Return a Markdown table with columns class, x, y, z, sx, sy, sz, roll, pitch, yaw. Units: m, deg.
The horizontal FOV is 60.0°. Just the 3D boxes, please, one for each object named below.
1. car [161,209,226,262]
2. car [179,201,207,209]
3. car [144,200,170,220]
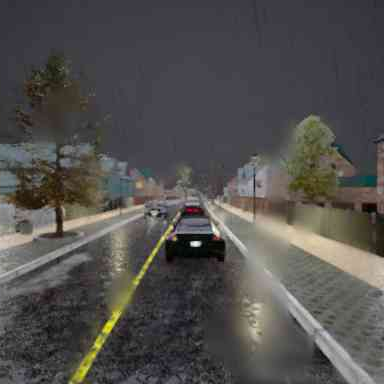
| class | x | y | z | sx | sy | sz | roll | pitch | yaw |
| --- | --- | --- | --- | --- | --- | --- | --- | --- | --- |
| car | 0.099 | 1.533 | 12.085 | 1.994 | 1.385 | 4.181 | 0 | 0 | 0 |
| car | 0.057 | 1.460 | 25.762 | 1.837 | 1.490 | 4.892 | 0 | 0 | 1 |
| car | -2.829 | 1.448 | 27.659 | 2.128 | 1.511 | 4.902 | 0 | 0 | 0 |
